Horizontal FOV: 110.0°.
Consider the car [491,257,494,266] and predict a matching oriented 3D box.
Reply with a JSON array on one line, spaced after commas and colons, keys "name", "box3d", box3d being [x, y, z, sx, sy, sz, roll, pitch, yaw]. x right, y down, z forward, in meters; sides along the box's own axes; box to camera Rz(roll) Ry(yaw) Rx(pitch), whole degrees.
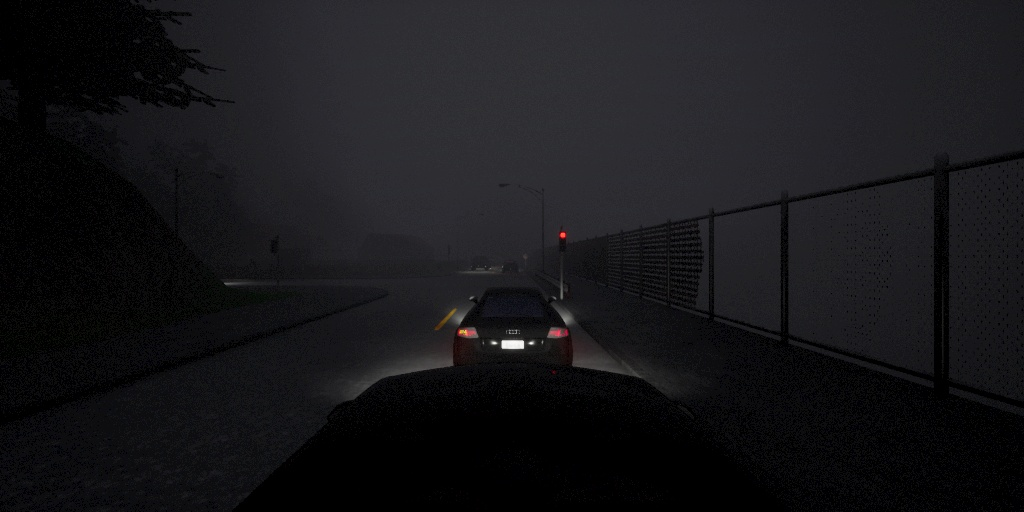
[{"name": "car", "box3d": [-4.542, 1.276, 60.501, 1.812, 1.442, 4.674, 0, 0, 0]}]

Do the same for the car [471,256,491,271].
[{"name": "car", "box3d": [-4.482, 0.972, 50.585, 2.150, 2.045, 5.566, 0, 0, 0]}]

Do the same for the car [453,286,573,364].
[{"name": "car", "box3d": [0.019, 1.314, 7.450, 1.994, 1.385, 4.181, 0, 0, 0]}]

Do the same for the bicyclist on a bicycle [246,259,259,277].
[{"name": "bicyclist on a bicycle", "box3d": [-24.042, 1.099, 33.271, 0.582, 1.620, 1.656, 0, 0, 0]}]

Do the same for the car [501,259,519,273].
[{"name": "car", "box3d": [-0.217, 1.241, 43.706, 2.128, 1.511, 4.902, 0, 0, -1]}]
